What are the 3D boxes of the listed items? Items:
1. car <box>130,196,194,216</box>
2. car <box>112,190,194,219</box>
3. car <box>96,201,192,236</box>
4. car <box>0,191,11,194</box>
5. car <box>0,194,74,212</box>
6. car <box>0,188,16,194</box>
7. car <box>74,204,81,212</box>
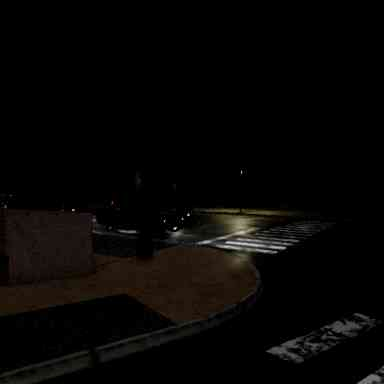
[{"bbox_3d":[-2.622,1.144,28.816,5.357,1.411,2.033,1,1,32],"label":"car"},{"bbox_3d":[-2.580,0.944,20.819,5.566,2.045,2.150,1,1,31],"label":"car"},{"bbox_3d":[-2.641,1.382,17.036,4.718,1.301,1.895,1,1,33],"label":"car"},{"bbox_3d":[-19.467,0.925,31.116,4.892,1.490,1.837,1,1,30],"label":"car"},{"bbox_3d":[-10.445,1.131,21.933,4.902,1.511,2.128,1,1,31],"label":"car"},{"bbox_3d":[-24.234,0.446,41.463,5.566,2.045,2.150,1,1,30],"label":"car"},{"bbox_3d":[-10.571,1.142,25.809,4.181,1.385,1.994,1,1,30],"label":"car"}]
